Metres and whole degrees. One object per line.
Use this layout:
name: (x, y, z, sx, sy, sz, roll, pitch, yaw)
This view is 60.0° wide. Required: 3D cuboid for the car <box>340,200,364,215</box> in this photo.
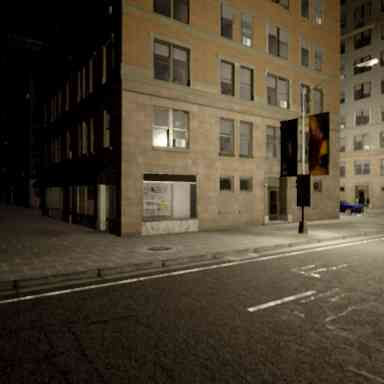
car: (14.979, 1.483, 34.102, 1.882, 1.535, 5.008, 0, 0, -35)
